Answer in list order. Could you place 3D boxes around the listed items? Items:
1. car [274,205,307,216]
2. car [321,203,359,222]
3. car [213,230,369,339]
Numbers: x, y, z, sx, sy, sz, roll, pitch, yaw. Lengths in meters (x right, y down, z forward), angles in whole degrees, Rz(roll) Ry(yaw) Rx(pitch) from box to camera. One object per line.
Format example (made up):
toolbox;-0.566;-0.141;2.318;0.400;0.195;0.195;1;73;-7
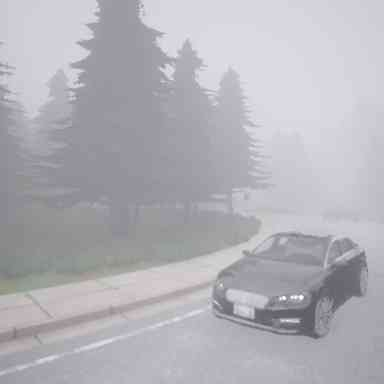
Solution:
car;12.324;2.304;42.059;1.895;1.301;4.718;1;-1;-20
car;14.223;1.919;32.174;2.097;1.767;4.553;0;-1;1
car;2.335;1.612;7.033;2.128;1.511;4.902;0;-1;39
